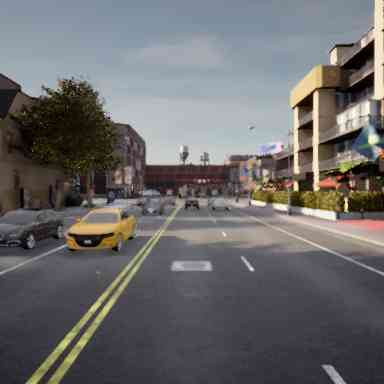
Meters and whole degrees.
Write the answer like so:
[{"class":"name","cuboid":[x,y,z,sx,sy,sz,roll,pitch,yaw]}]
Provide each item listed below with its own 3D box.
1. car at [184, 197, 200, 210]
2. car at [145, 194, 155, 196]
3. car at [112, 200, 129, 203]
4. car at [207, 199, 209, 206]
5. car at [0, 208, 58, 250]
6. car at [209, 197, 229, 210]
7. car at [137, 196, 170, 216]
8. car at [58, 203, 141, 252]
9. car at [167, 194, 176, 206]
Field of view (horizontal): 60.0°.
[{"class":"car","cuboid":[0.000,1.470,42.970,1.837,1.490,4.892,0,-1,0]},{"class":"car","cuboid":[-7.178,1.508,50.706,2.033,1.411,5.357,0,0,0]},{"class":"car","cuboid":[-7.156,1.500,32.983,1.812,1.442,4.674,0,0,0]},{"class":"car","cuboid":[3.388,1.507,52.687,2.033,1.411,5.357,0,0,0]},{"class":"car","cuboid":[-7.129,1.493,14.350,1.837,1.490,4.892,0,0,0]},{"class":"car","cuboid":[3.497,1.494,41.851,1.812,1.442,4.674,0,0,0]},{"class":"car","cuboid":[-3.664,1.467,32.161,2.128,1.511,4.902,0,0,0]},{"class":"car","cuboid":[-3.638,1.466,14.130,1.882,1.535,5.008,0,0,0]},{"class":"car","cuboid":[-3.659,1.464,53.570,1.837,1.490,4.892,0,0,0]}]
